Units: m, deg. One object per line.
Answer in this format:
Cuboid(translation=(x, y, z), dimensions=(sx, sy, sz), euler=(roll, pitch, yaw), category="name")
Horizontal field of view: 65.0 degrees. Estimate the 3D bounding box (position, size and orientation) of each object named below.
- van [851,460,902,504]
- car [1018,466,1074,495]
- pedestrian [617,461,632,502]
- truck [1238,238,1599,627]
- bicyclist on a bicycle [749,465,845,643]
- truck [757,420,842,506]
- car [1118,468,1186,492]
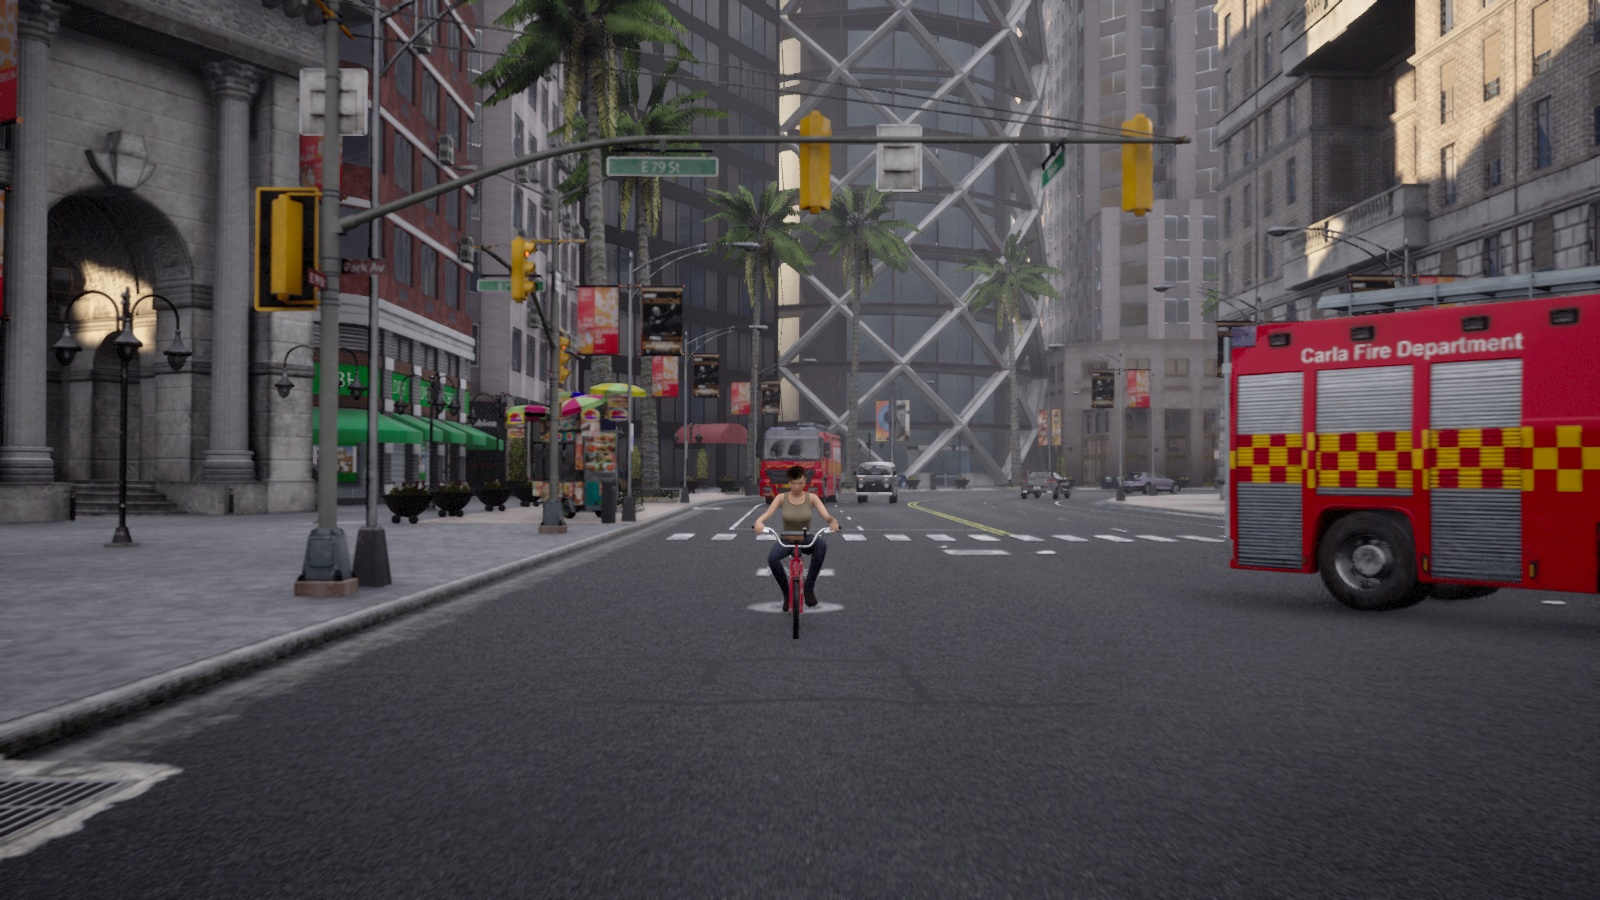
Cuboid(translation=(3.778, 1.549, 61.268), dimensions=(2.069, 2.038, 4.480), euler=(-1, -1, 8), category="van")
Cuboid(translation=(14.351, 1.758, 72.977), dimensions=(2.152, 1.651, 5.027), euler=(-1, -1, 23), category="car")
Cuboid(translation=(-8.389, 1.510, 60.014), dimensions=(0.423, 1.949, 0.788), euler=(0, -1, 16), category="pedestrian")
Cuboid(translation=(9.183, -0.169, 13.003), dimensions=(2.891, 3.827, 8.468), euler=(0, -1, -40), category="truck")
Cuboid(translation=(-0.025, 0.954, 12.125), dimensions=(0.866, 1.612, 1.509), euler=(0, -1, 0), category="bicyclist on a bicycle")
Cuboid(translation=(0.117, 0.659, 60.316), dimensions=(2.891, 3.827, 8.468), euler=(0, -1, 8), category="truck")
Cuboid(translation=(25.509, 2.164, 90.865), dimensions=(4.856, 1.649, 2.033), euler=(0, -1, -33), category="car")
